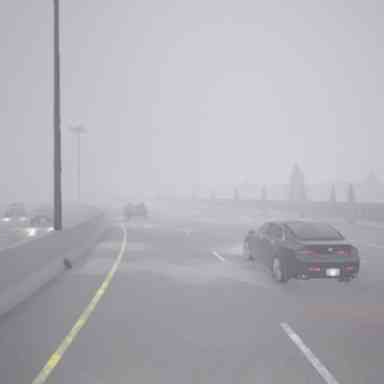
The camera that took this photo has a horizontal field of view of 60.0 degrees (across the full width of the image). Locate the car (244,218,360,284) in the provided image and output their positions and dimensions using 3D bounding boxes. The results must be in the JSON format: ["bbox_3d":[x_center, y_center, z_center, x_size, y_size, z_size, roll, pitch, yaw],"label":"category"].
[{"bbox_3d":[2.888,1.537,9.761,1.837,1.490,4.892,0,0,-5],"label":"car"}]

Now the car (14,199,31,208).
[{"bbox_3d":[-31.343,2.107,61.370,1.812,1.442,4.674,-1,0,-40],"label":"car"}]

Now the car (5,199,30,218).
[{"bbox_3d":[-18.322,1.832,34.857,1.837,1.490,4.892,0,0,-24],"label":"car"}]

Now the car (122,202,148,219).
[{"bbox_3d":[-5.370,1.683,31.003,2.128,1.511,4.902,0,0,-19],"label":"car"}]

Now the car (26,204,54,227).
[{"bbox_3d":[-11.062,1.736,25.338,1.812,1.442,4.674,0,0,-17],"label":"car"}]
